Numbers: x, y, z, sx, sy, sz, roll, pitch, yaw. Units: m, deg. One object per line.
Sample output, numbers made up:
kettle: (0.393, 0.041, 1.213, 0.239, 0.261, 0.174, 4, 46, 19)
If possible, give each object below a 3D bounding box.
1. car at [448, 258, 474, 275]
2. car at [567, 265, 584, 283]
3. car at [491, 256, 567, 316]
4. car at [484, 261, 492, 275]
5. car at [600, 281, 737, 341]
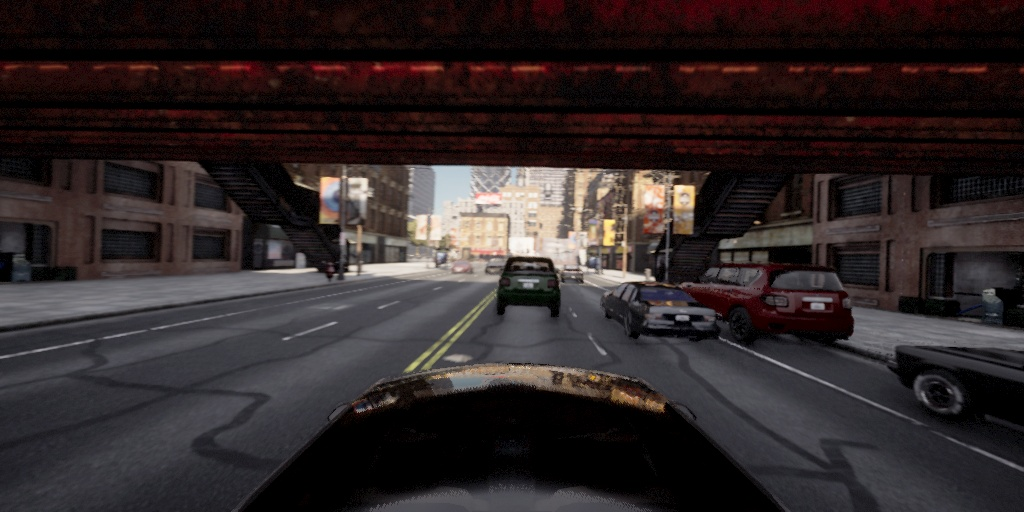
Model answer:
car: (-5.299, 1.201, 38.828, 1.812, 1.442, 4.674, 2, 0, 3)
car: (5.004, 1.487, 30.906, 2.128, 1.511, 4.902, 2, 0, 3)
car: (0.655, 1.026, 13.919, 2.150, 2.045, 5.566, 2, 0, 3)
car: (-1.798, 1.269, 38.763, 1.882, 1.535, 5.008, 2, 0, 3)
car: (3.974, 1.453, 10.581, 2.033, 1.411, 5.357, 2, 0, 3)
